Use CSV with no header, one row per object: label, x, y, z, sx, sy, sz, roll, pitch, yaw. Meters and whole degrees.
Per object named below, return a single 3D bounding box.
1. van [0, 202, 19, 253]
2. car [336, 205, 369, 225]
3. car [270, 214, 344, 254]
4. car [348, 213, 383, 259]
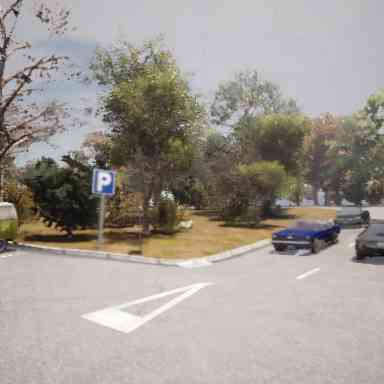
van,-8.783,1.366,11.945,1.878,1.987,4.442,-1,-1,36
car,11.628,1.723,24.109,1.812,1.442,4.674,-3,-1,36
car,5.421,1.953,15.644,1.895,1.301,4.718,-3,-1,37
car,7.803,1.774,13.245,1.994,1.385,4.181,-3,-1,35
